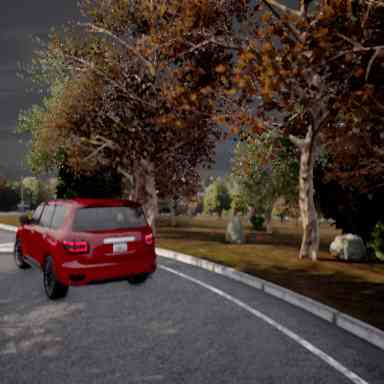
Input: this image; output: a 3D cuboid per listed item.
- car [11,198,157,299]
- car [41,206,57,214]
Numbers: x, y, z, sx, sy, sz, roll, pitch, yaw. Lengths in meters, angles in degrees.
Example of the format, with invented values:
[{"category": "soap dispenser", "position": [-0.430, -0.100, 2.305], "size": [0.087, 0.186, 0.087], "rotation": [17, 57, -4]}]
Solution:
[{"category": "car", "position": [-3.018, 1.174, 8.694], "size": [2.150, 2.045, 5.566], "rotation": [0, 0, -37]}, {"category": "car", "position": [-29.342, 3.758, 68.483], "size": [1.837, 1.490, 4.892], "rotation": [0, -4, -8]}]
